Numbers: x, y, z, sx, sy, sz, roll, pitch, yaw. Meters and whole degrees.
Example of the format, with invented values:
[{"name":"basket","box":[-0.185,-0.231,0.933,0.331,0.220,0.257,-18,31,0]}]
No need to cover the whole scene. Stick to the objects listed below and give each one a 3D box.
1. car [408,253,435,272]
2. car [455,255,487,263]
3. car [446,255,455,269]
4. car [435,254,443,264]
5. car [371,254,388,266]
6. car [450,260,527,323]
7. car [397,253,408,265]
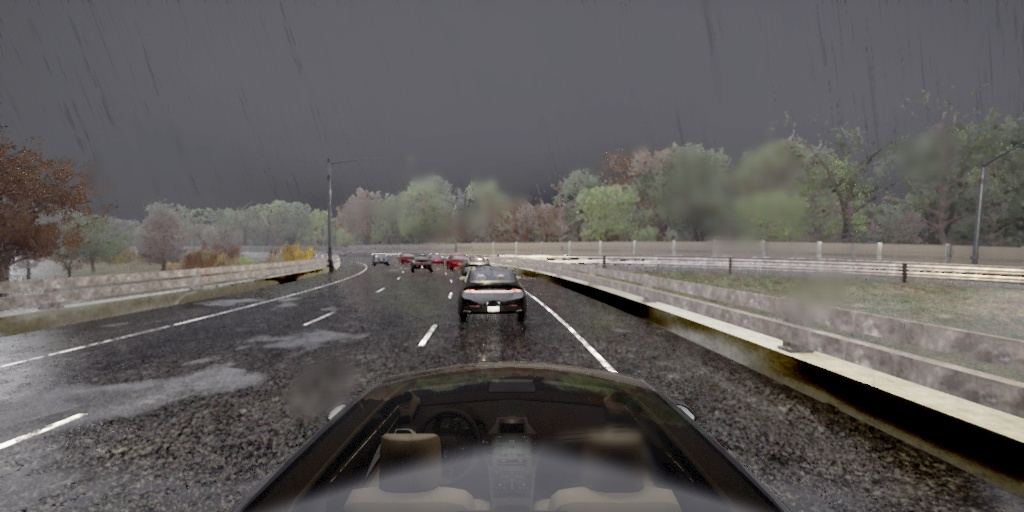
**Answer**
[{"name":"car","box":[-8.642,0.659,33.987,1.837,1.490,4.892,0,2,-17]},{"name":"car","box":[-2.378,0.843,23.187,2.128,1.511,4.902,0,1,-11]},{"name":"car","box":[-5.299,0.609,35.033,1.882,1.535,5.008,0,1,-17]},{"name":"car","box":[-10.805,0.433,49.296,1.994,1.385,4.181,0,1,-25]},{"name":"car","box":[-17.113,0.474,46.356,2.033,1.411,5.357,-1,1,-25]},{"name":"car","box":[-0.670,1.062,11.399,2.128,1.511,4.902,0,1,-5]},{"name":"car","box":[-14.339,0.360,48.625,1.882,1.535,5.008,0,1,-25]}]
